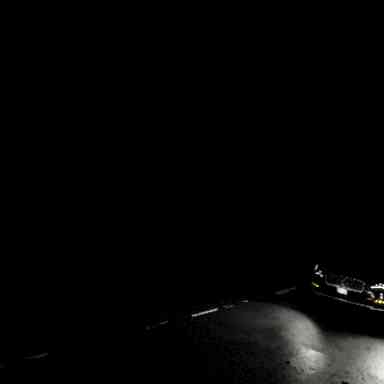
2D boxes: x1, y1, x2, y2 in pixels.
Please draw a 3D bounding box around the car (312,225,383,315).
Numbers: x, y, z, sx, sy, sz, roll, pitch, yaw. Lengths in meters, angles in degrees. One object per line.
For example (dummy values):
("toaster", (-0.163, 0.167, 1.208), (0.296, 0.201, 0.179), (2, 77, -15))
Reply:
("car", (4.637, 1.503, 7.309), (4.892, 1.490, 1.837), (0, 0, -36))
